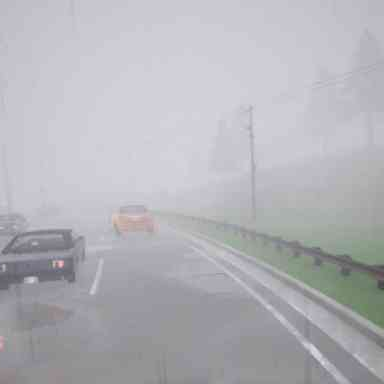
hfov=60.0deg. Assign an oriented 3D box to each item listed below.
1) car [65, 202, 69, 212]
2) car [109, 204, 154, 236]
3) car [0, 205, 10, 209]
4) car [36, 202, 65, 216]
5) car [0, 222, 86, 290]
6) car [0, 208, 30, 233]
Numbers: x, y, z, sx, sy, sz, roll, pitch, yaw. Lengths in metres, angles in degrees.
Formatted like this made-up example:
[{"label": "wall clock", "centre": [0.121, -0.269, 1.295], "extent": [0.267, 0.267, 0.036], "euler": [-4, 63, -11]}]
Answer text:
[{"label": "car", "centre": [-19.799, 2.158, 49.554], "extent": [1.882, 1.535, 5.008], "euler": [-2, 0, -35]}, {"label": "car", "centre": [-3.674, 1.475, 19.617], "extent": [2.097, 1.767, 4.553], "euler": [-2, 0, -19]}, {"label": "car", "centre": [-28.066, 2.571, 49.230], "extent": [1.895, 1.301, 4.718], "euler": [-2, 0, -35]}, {"label": "car", "centre": [-17.537, 2.151, 40.384], "extent": [2.033, 1.411, 5.357], "euler": [-2, 0, -35]}, {"label": "car", "centre": [-4.215, 1.746, 9.768], "extent": [1.895, 1.301, 4.718], "euler": [-2, 0, -14]}, {"label": "car", "centre": [-10.597, 1.913, 19.279], "extent": [2.033, 1.411, 5.357], "euler": [-2, 0, -22]}]
